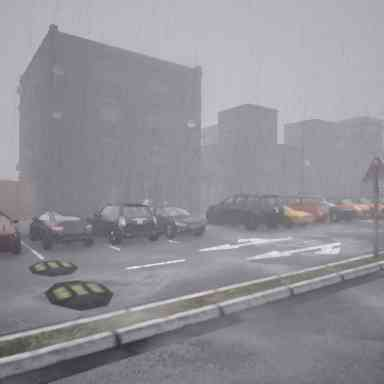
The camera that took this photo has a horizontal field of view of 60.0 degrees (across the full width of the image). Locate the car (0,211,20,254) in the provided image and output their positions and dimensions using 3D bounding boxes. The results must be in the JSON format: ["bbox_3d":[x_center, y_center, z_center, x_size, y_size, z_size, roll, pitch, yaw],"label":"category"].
[{"bbox_3d":[-7.976,1.466,12.860,2.097,1.535,5.008,0,0,-36],"label":"car"}]

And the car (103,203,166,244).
[{"bbox_3d":[-3.469,1.328,16.035,2.185,1.767,4.553,0,0,-36],"label":"car"}]

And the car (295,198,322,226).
[{"bbox_3d":[5.598,1.403,22.324,1.946,1.575,5.366,0,0,-36],"label":"car"}]

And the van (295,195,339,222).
[{"bbox_3d":[7.801,1.167,23.982,1.878,1.987,4.442,0,0,-36],"label":"van"}]

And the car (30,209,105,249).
[{"bbox_3d":[-5.729,1.500,14.455,2.002,1.452,4.674,0,0,-36],"label":"car"}]

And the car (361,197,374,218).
[{"bbox_3d":[12.203,1.243,27.309,2.185,1.767,4.553,0,0,-36],"label":"car"}]

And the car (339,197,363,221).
[{"bbox_3d":[9.974,1.380,25.685,2.097,1.535,5.008,0,0,-36],"label":"car"}]

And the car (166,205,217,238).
[{"bbox_3d":[-1.243,1.446,17.671,2.231,1.521,4.892,0,0,-36],"label":"car"}]

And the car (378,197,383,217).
[{"bbox_3d":[14.446,1.233,28.911,2.185,1.767,4.553,0,0,-36],"label":"car"}]

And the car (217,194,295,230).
[{"bbox_3d":[3.229,1.167,20.894,2.435,2.045,5.566,0,0,-36],"label":"car"}]
